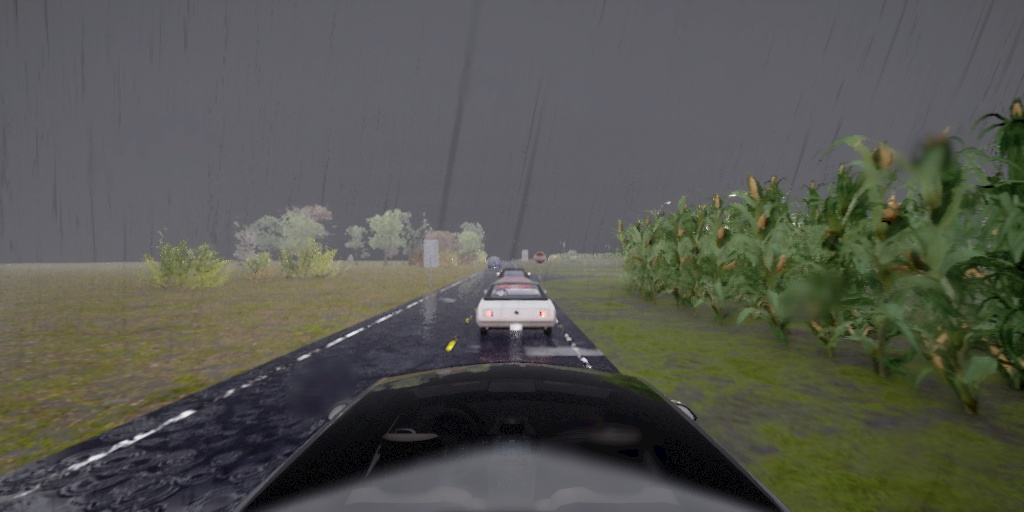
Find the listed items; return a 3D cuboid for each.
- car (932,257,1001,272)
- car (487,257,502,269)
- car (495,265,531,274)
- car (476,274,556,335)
[{"bbox_3d":[48.053,0.877,37.973,4.892,1.490,1.837,0,-1,0],"label":"car"},{"bbox_3d":[-3.083,1.139,63.479,2.150,2.045,5.566,0,0,0],"label":"car"},{"bbox_3d":[0.098,1.353,19.460,1.994,1.385,4.181,0,0,0],"label":"car"},{"bbox_3d":[0.099,1.369,10.510,1.895,1.301,4.718,0,0,0],"label":"car"}]
